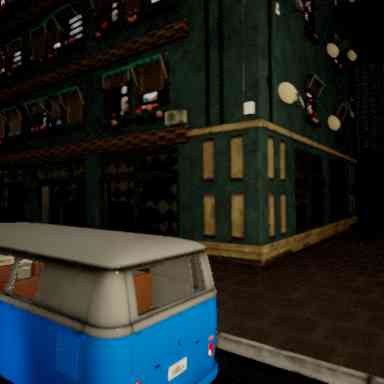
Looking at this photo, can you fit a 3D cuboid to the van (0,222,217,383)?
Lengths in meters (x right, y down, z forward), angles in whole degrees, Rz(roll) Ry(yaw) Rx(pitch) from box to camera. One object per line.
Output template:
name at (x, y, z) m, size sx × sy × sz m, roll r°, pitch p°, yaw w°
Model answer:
van at (-1.633, 1.337, 4.057) m, size 3.998 × 1.788 × 1.690 m, roll 0°, pitch -1°, yaw 36°
